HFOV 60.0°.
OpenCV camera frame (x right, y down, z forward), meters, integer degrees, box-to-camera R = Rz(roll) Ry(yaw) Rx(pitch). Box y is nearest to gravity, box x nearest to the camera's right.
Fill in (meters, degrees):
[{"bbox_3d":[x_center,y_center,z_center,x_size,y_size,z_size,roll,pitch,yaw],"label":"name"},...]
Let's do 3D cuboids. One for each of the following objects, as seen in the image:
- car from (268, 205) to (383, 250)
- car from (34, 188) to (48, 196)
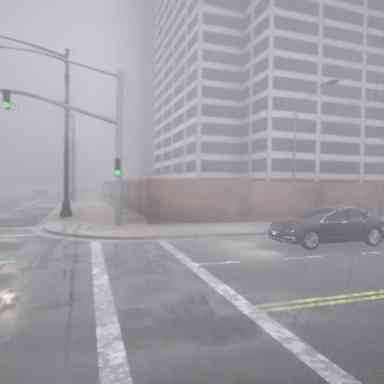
[{"bbox_3d":[5.365,1.306,13.078,4.892,1.490,1.837,0,1,-18],"label":"car"},{"bbox_3d":[-26.644,-0.056,58.735,1.812,1.442,4.674,0,1,-18],"label":"car"}]
